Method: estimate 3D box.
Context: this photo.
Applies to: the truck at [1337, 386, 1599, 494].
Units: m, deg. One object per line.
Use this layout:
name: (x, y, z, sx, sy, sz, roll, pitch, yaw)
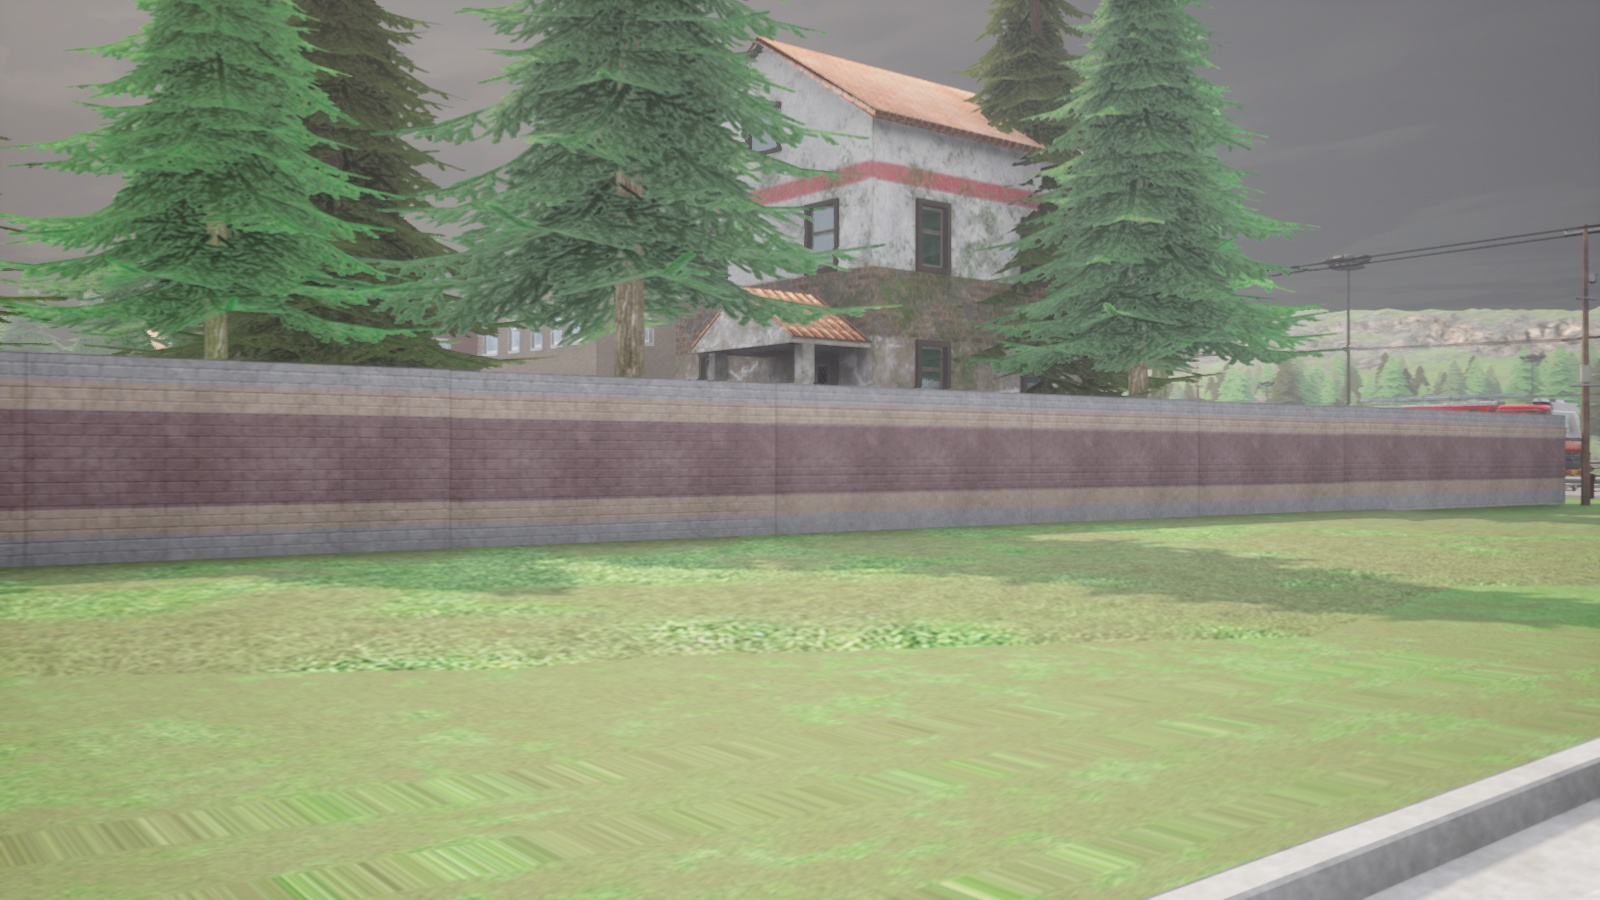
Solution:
truck: (25.542, -0.336, 48.453, 2.891, 3.827, 8.468, 0, 0, -39)
